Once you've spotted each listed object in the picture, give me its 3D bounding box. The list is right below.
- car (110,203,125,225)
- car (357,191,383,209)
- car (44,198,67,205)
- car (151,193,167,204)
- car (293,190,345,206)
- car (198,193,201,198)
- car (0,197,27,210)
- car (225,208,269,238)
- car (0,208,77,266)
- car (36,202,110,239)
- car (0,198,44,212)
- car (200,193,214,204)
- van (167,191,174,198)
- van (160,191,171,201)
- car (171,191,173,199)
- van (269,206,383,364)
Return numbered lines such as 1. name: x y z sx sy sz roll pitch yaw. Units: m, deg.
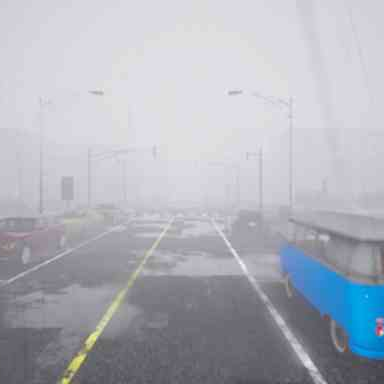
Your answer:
1. car: -5.686 1.393 22.297 1.887 1.381 4.507 0 0 0
2. car: 19.947 0.858 34.901 5.009 1.841 2.192 -1 2 -1
3. car: -18.184 1.439 42.619 4.313 1.339 1.947 -1 2 -1
4. car: -5.676 1.210 54.815 1.802 1.307 4.206 0 0 0
5. car: 14.244 0.791 37.501 5.566 2.045 2.150 -1 1 -1
6. car: 2.712 0.990 82.543 2.008 1.369 4.403 -1 0 0
7. car: -24.008 1.469 42.516 4.829 1.417 1.752 -1 2 -1
8. car: 2.693 1.452 16.750 1.947 1.339 4.313 -1 0 0
9. car: -5.690 1.468 11.209 1.887 1.381 4.507 0 0 0
10. car: -5.689 1.413 16.582 1.752 1.417 4.829 0 0 0
11. car: -18.069 1.443 34.271 4.097 1.590 1.967 -1 2 -1
12. car: 2.703 1.152 54.982 1.752 1.417 4.829 -1 0 0
13. van: -5.669 0.742 88.090 1.690 1.788 3.998 0 0 0
14. van: -5.675 0.894 65.906 1.690 1.788 3.998 0 0 0
15. car: -5.672 1.060 71.454 1.887 1.381 4.507 0 0 0
16. van: 2.688 1.302 5.661 1.690 1.788 3.998 -1 0 0
